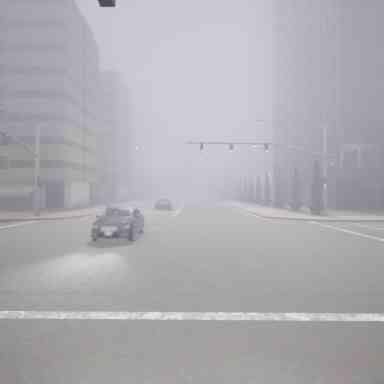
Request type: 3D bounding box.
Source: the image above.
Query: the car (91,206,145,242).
[{"bbox_3d":[-3.482,1.463,16.298,2.128,1.511,4.902,0,0,0],"label":"car"}]

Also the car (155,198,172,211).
[{"bbox_3d":[-3.454,1.476,41.034,1.882,1.535,5.008,0,0,0],"label":"car"}]
